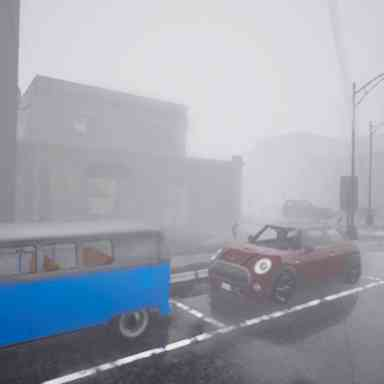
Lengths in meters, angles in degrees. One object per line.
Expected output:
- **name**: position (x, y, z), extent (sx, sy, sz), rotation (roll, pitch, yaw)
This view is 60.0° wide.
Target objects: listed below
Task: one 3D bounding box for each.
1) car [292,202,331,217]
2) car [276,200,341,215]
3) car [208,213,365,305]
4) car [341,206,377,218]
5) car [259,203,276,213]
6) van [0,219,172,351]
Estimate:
- **car**: position (14.526, 2.067, 40.628), extent (1.967, 1.590, 4.097), rotation (1, -1, -35)
- **car**: position (10.816, 1.679, 31.292), extent (2.192, 1.841, 5.009), rotation (1, -1, -35)
- **car**: position (2.357, 1.503, 8.230), extent (4.097, 1.590, 1.967), rotation (1, 1, -36)
- **car**: position (17.692, 2.139, 36.070), extent (1.947, 1.339, 4.313), rotation (1, -1, -35)
- **car**: position (11.261, 2.208, 45.321), extent (1.752, 1.417, 4.829), rotation (1, -1, -35)
- **van**: position (-2.234, 1.350, 4.949), extent (3.998, 1.788, 1.690), rotation (1, 1, -36)
